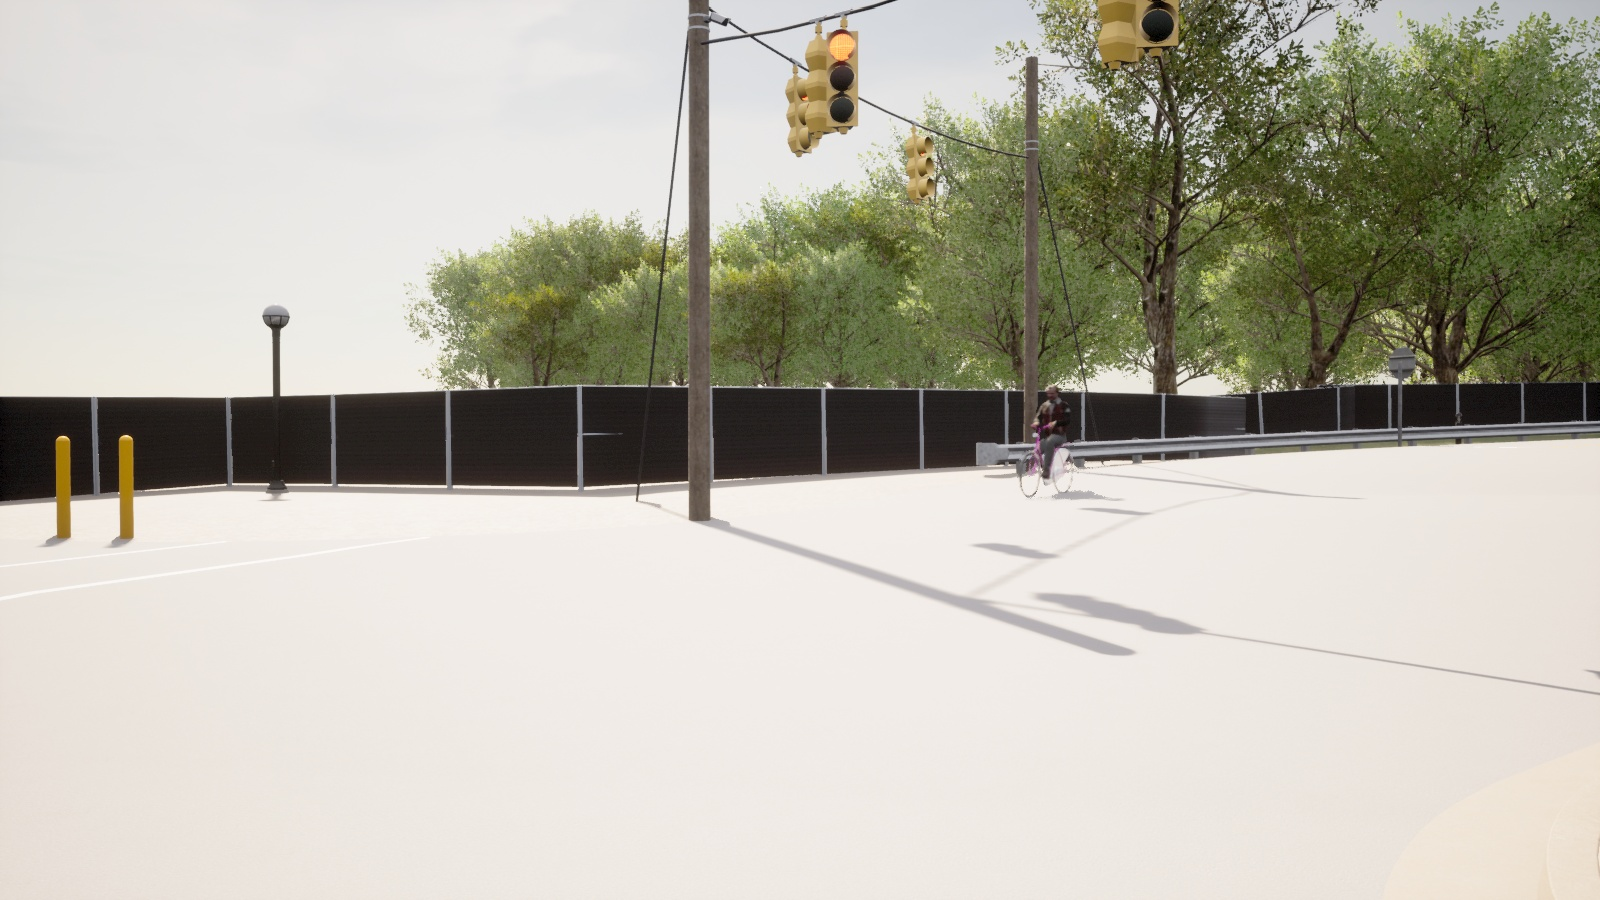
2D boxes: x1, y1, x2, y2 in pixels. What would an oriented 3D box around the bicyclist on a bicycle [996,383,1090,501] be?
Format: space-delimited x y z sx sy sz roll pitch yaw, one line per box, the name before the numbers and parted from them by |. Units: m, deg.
bicyclist on a bicycle | 3.841 -0.137 19.760 0.659 1.776 1.843 1 2 38
